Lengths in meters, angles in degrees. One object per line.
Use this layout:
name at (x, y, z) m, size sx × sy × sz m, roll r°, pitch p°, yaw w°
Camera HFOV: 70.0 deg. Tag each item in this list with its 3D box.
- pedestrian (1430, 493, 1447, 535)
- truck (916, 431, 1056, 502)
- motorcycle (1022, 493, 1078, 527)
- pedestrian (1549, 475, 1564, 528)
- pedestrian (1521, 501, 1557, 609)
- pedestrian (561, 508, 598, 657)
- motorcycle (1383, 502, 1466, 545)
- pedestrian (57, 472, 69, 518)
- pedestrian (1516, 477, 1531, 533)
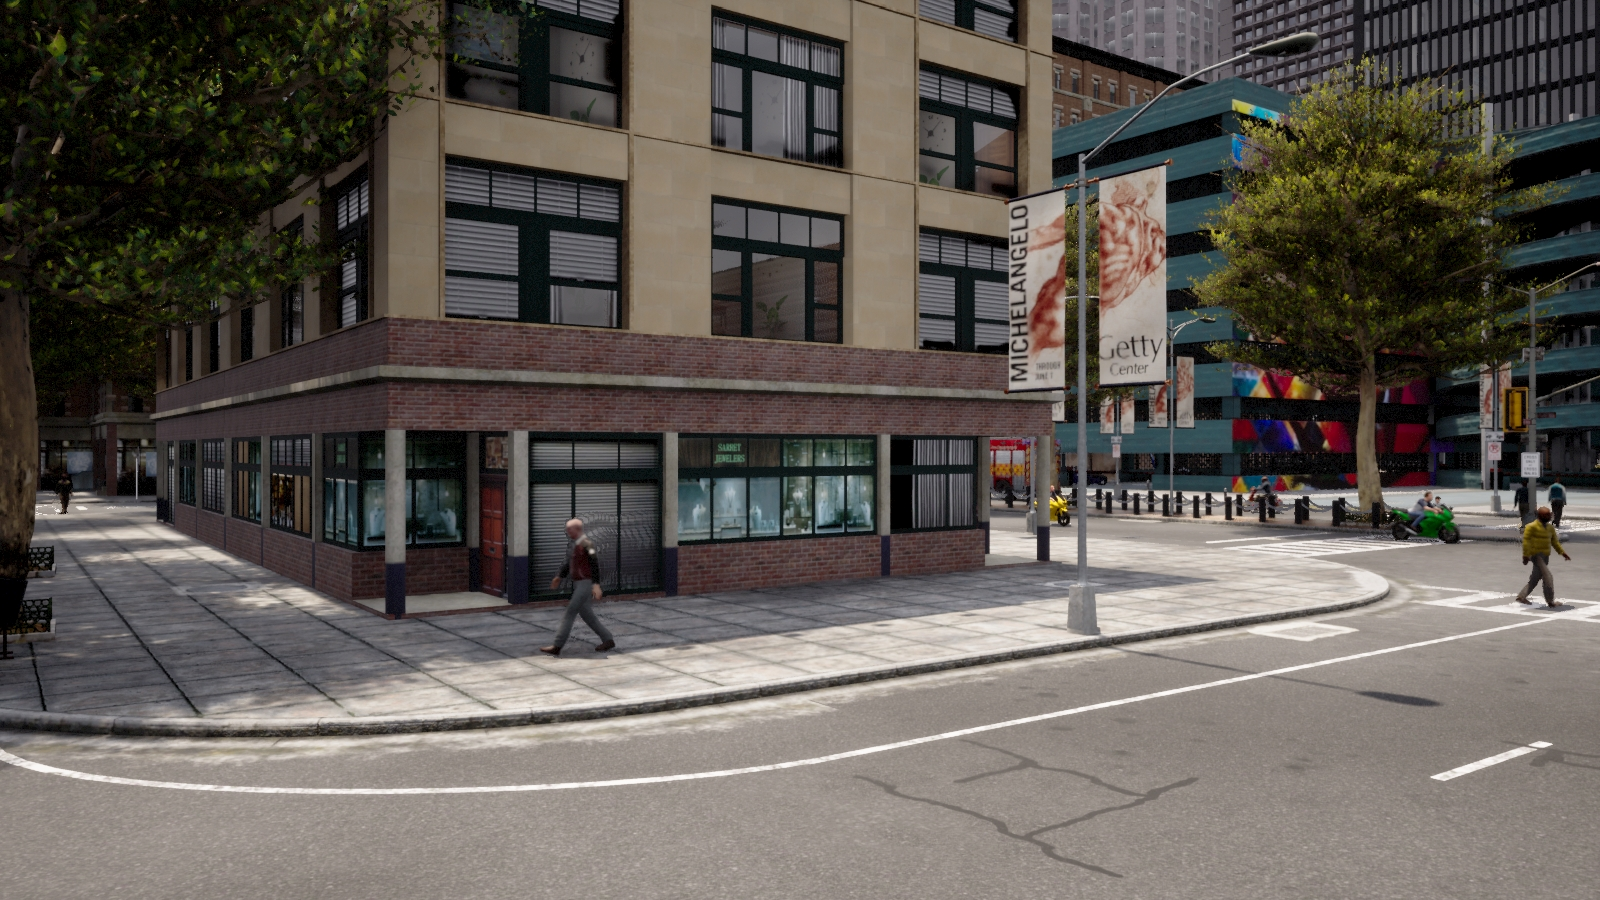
pedestrian at (20.141, 2.024, 36.026) m, size 0.375 × 1.300 × 0.375 m, roll 0°, pitch 0°, yaw 44°
truck at (10.550, 0.872, 65.787) m, size 2.891 × 3.827 × 8.468 m, roll 0°, pitch 0°, yaw -35°
motorcycle at (9.194, 2.200, 42.117) m, size 0.803 × 1.145 × 2.033 m, roll 0°, pitch 0°, yaw -33°
pedestrian at (26.838, 1.831, 40.536) m, size 0.375 × 1.860 × 0.375 m, roll 0°, pitch 0°, yaw 43°
pedestrian at (12.988, 1.840, 20.085) m, size 0.375 × 1.860 × 0.375 m, roll 0°, pitch 0°, yaw -18°
pedestrian at (-2.839, 1.693, 14.704) m, size 0.375 × 1.860 × 0.375 m, roll 0°, pitch 0°, yaw -28°
motorcycle at (18.777, 2.198, 34.368) m, size 0.803 × 1.145 × 2.033 m, roll 1°, pitch 0°, yaw -37°
pedestrian at (-30.488, 1.848, 47.267) m, size 0.375 × 1.860 × 0.375 m, roll 0°, pitch 0°, yaw -41°
pedestrian at (24.266, 1.832, 38.330) m, size 0.375 × 1.860 × 0.375 m, roll 0°, pitch 0°, yaw 43°
